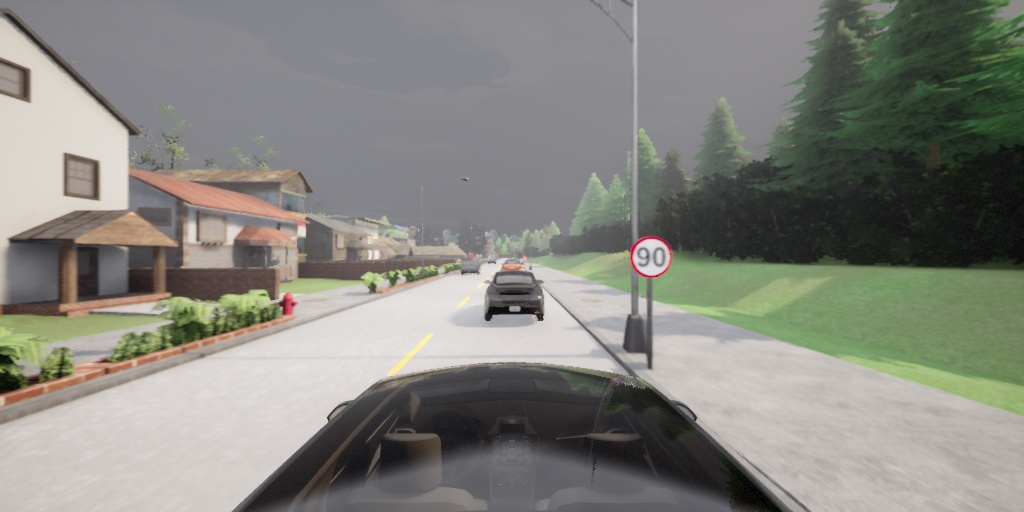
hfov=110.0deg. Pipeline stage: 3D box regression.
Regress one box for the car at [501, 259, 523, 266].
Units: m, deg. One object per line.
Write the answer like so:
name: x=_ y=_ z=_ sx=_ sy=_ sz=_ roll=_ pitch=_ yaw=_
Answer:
car: x=0.006 y=1.089 z=35.504 sx=2.097 sy=1.767 sz=4.553 roll=0 pitch=0 yaw=0

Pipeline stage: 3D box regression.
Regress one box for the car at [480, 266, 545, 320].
car: x=0.074 y=1.251 z=12.578 sx=1.837 sy=1.490 sz=4.892 roll=0 pitch=0 yaw=0

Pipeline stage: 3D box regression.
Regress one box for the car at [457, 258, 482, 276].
car: x=-4.191 y=1.246 z=37.311 sx=1.837 sy=1.490 sz=4.892 roll=0 pitch=0 yaw=0
